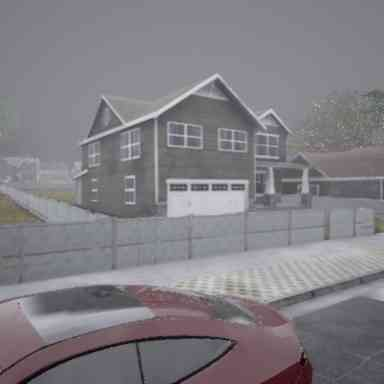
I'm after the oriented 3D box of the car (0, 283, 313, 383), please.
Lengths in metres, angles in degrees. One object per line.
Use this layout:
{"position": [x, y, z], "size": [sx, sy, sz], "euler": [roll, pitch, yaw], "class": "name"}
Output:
{"position": [-1.054, 1.521, 2.303], "size": [4.674, 1.442, 1.812], "euler": [0, 0, -36], "class": "car"}
